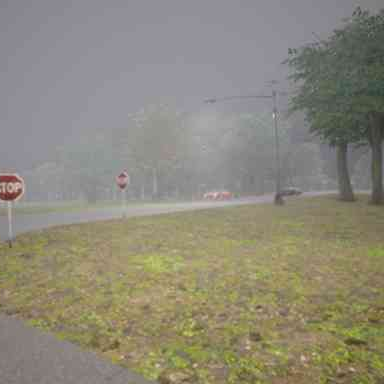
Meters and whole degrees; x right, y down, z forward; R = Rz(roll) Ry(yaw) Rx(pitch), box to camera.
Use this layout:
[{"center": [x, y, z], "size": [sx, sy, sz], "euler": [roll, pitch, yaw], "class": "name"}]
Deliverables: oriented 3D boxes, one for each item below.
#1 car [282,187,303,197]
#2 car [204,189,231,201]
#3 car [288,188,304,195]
[{"center": [15.506, -0.045, 51.500], "size": [1.882, 1.535, 5.008], "euler": [-2, 0, 33], "class": "car"}, {"center": [3.543, 0.315, 46.336], "size": [2.097, 1.767, 4.553], "euler": [-3, -1, 34], "class": "car"}, {"center": [23.658, -0.219, 75.687], "size": [2.033, 1.411, 5.357], "euler": [-3, 0, 34], "class": "car"}]
